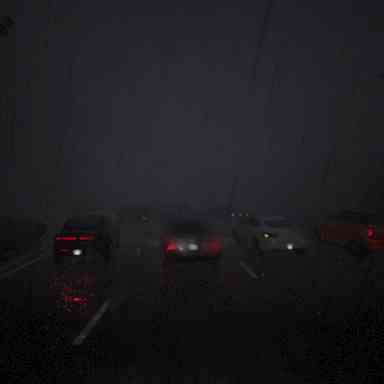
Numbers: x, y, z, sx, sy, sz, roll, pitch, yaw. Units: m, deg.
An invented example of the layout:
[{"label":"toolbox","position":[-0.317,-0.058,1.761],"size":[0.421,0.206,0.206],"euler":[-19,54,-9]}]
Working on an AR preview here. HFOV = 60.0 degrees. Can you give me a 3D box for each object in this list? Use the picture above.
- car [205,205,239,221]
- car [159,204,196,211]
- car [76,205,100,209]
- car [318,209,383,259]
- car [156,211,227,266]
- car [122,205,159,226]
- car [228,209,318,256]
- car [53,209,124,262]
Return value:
[{"label":"car","position":[2.591,1.803,27.537],"size":[2.033,1.411,5.357],"euler":[0,-1,-26]},{"label":"car","position":[-1.412,1.733,27.623],"size":[1.882,1.535,5.008],"euler":[0,0,-27]},{"label":"car","position":[-7.801,1.706,24.749],"size":[1.882,1.535,5.008],"euler":[0,0,-28]},{"label":"car","position":[6.606,1.477,13.475],"size":[2.097,1.767,4.553],"euler":[0,-1,-7]},{"label":"car","position":[-0.233,1.660,12.066],"size":[2.033,1.411,5.357],"euler":[0,-1,-6]},{"label":"car","position":[-4.601,1.720,26.180],"size":[1.882,1.535,5.008],"euler":[0,0,-28]},{"label":"car","position":[3.056,1.653,13.683],"size":[1.812,1.442,4.674],"euler":[0,0,-8]},{"label":"car","position":[-3.865,1.626,12.749],"size":[1.837,1.490,4.892],"euler":[0,0,-7]}]
